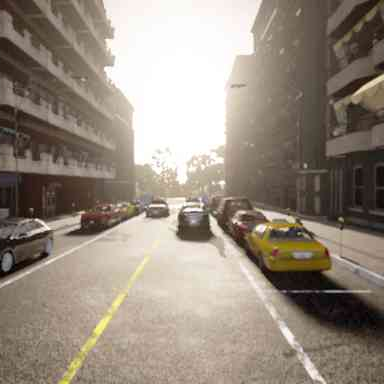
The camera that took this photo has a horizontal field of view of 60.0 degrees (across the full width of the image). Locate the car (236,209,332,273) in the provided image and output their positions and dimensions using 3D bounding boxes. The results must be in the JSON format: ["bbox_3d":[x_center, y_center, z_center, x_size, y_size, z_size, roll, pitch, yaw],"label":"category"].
[{"bbox_3d":[2.677,1.483,10.353,1.752,1.417,4.829,-1,0,0],"label":"car"}]

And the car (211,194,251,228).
[{"bbox_3d":[2.674,1.228,21.230,2.192,1.841,5.009,-1,0,0],"label":"car"}]

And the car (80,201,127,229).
[{"bbox_3d":[-5.701,1.458,21.184,1.887,1.381,4.507,-1,0,0],"label":"car"}]

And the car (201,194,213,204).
[{"bbox_3d":[2.680,1.190,59.900,1.967,1.590,4.097,-1,0,0],"label":"car"}]

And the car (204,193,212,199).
[{"bbox_3d":[2.675,1.183,32.279,2.192,1.841,5.009,-1,0,0],"label":"car"}]

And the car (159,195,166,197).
[{"bbox_3d":[-5.698,1.300,54.159,1.752,1.417,4.829,-1,0,0],"label":"car"}]

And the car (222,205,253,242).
[{"bbox_3d":[2.678,1.518,15.707,1.802,1.307,4.206,-1,0,0],"label":"car"}]

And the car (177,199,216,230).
[{"bbox_3d":[0.102,1.406,20.652,2.128,1.511,4.902,0,0,0],"label":"car"}]

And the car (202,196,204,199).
[{"bbox_3d":[2.681,1.366,43.328,1.887,1.381,4.507,-1,0,0],"label":"car"}]

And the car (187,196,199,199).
[{"bbox_3d":[0.105,1.294,44.401,1.882,1.535,5.008,0,0,0],"label":"car"}]

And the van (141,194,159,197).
[{"bbox_3d":[-5.702,1.163,43.280,1.690,1.788,3.998,-1,0,0],"label":"van"}]

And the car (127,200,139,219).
[{"bbox_3d":[-5.701,1.417,26.539,1.752,1.417,4.829,-1,0,0],"label":"car"}]

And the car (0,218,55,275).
[{"bbox_3d":[-5.703,1.509,10.135,2.008,1.369,4.403,-1,0,0],"label":"car"}]

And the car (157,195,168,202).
[{"bbox_3d":[-5.793,1.307,65.371,1.802,1.307,4.206,-1,0,0],"label":"car"}]

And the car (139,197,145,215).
[{"bbox_3d":[-5.700,1.434,32.232,1.947,1.339,4.313,-1,0,0],"label":"car"}]

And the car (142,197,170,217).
[{"bbox_3d":[-3.007,1.403,29.947,1.812,1.442,4.674,0,0,0],"label":"car"}]
